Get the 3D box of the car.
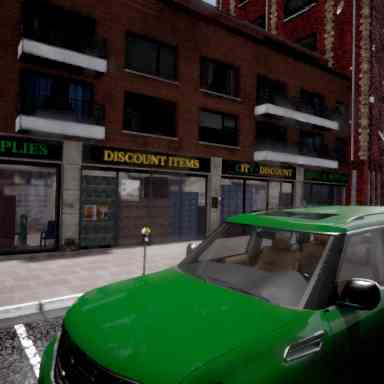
[{"bbox_3d":[1.296,1.224,3.871,5.566,2.045,2.150,0,0,-36],"label":"car"}]
